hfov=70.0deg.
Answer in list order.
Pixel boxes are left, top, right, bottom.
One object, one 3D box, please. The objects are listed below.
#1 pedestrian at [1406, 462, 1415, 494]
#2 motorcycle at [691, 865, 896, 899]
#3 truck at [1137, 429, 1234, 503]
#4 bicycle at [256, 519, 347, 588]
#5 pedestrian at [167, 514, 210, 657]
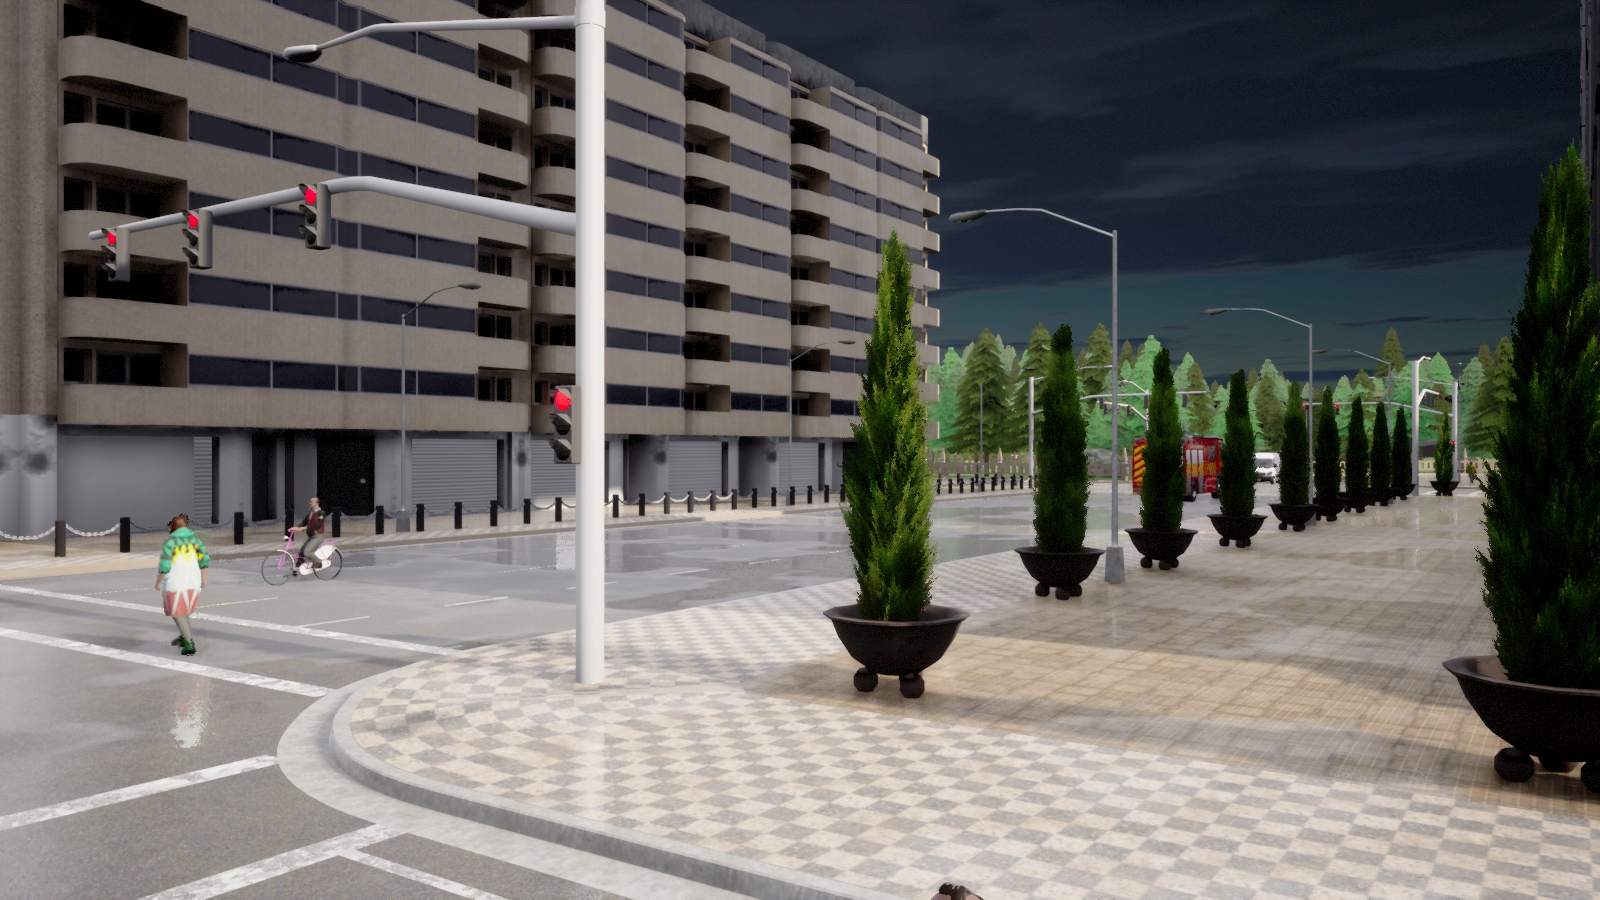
[{"bbox_3d":[35.986,1.639,67.359,0.375,1.860,0.375,0,0,44],"label":"pedestrian"},{"bbox_3d":[0.516,2.205,3.364,2.209,1.251,0.867,0,0,34],"label":"motorcycle"},{"bbox_3d":[21.438,0.835,63.219,2.891,3.827,8.468,0,0,34],"label":"truck"},{"bbox_3d":[-10.220,2.105,23.504,0.329,1.271,1.835,0,0,33],"label":"bicycle"},{"bbox_3d":[-8.195,1.804,15.318,0.375,1.860,0.375,0,0,34],"label":"pedestrian"}]
